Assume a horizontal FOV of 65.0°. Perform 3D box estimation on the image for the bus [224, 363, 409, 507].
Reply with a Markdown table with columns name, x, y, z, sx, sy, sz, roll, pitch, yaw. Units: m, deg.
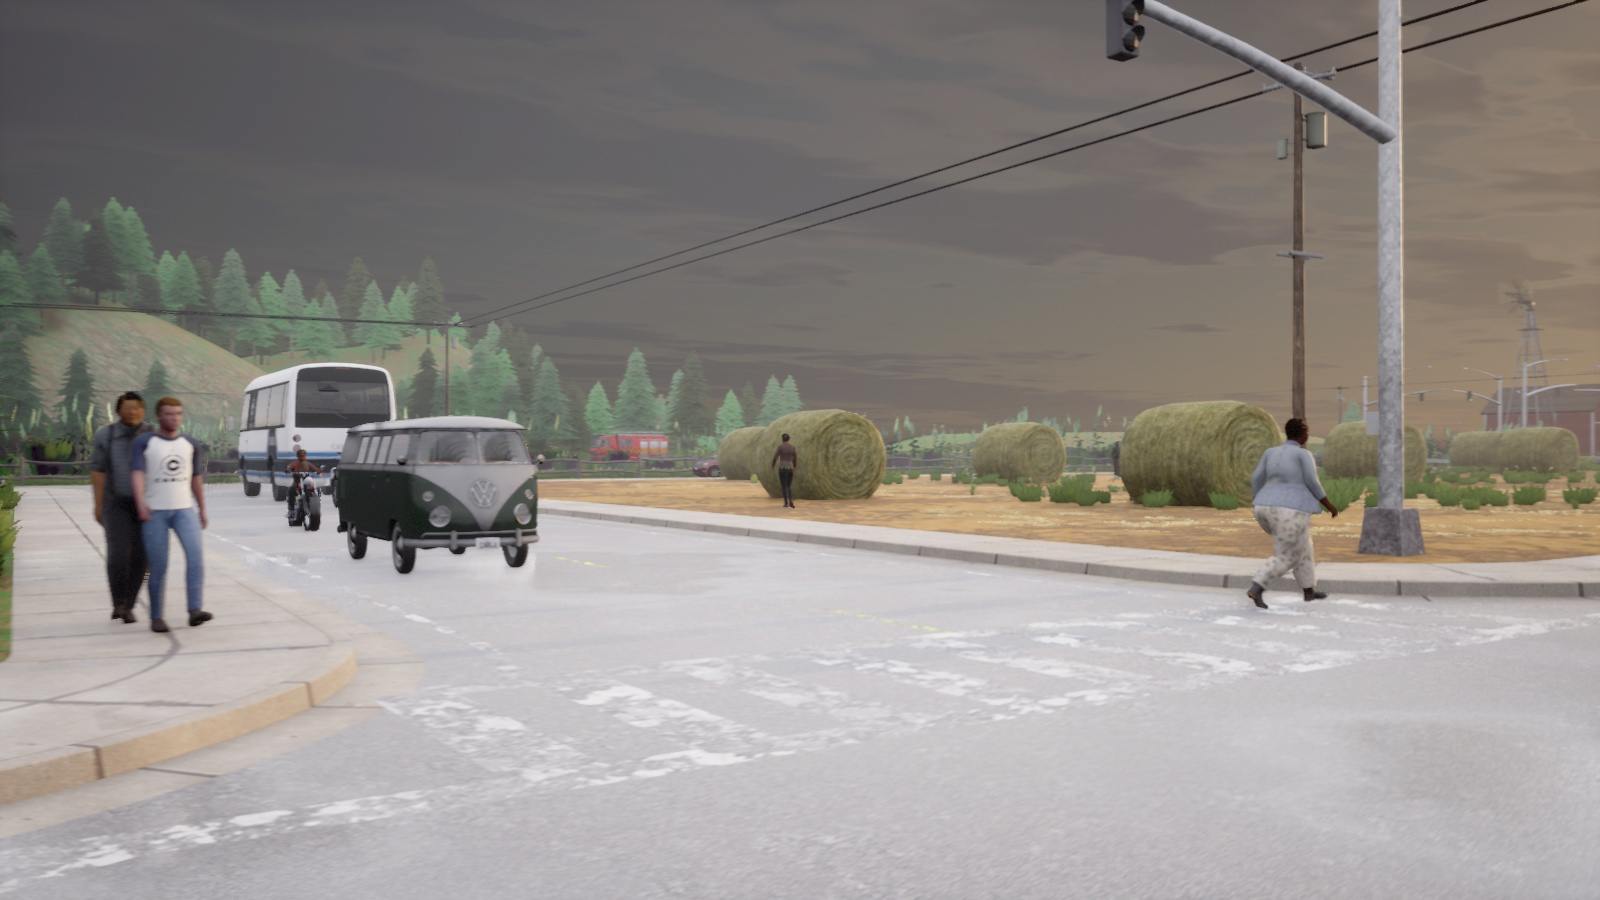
| name | x | y | z | sx | sy | sz | roll | pitch | yaw |
| --- | --- | --- | --- | --- | --- | --- | --- | --- | --- |
| bus | -16.551 | -0.426 | 42.332 | 3.944 | 4.253 | 10.273 | 0 | 0 | -32 |

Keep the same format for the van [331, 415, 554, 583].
| name | x | y | z | sx | sy | sz | roll | pitch | yaw |
| --- | --- | --- | --- | --- | --- | --- | --- | --- | --- |
| van | -5.031 | 0.582 | 17.212 | 1.775 | 1.987 | 4.442 | 0 | 0 | -32 |

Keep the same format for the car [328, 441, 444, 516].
| name | x | y | z | sx | sy | sz | roll | pitch | yaw |
| --- | --- | --- | --- | --- | --- | --- | --- | --- | --- |
| car | -11.185 | 0.716 | 33.719 | 1.932 | 1.855 | 4.605 | 0 | 0 | -32 |

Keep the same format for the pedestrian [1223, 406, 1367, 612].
| name | x | y | z | sx | sy | sz | roll | pitch | yaw |
| --- | --- | --- | --- | --- | --- | --- | --- | --- | --- |
| pedestrian | 4.656 | 0.532 | 11.856 | 0.900 | 1.855 | 0.874 | 0 | 0 | -17 |

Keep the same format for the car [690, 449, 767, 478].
| name | x | y | z | sx | sy | sz | roll | pitch | yaw |
| --- | --- | --- | --- | --- | --- | --- | --- | --- | --- |
| car | -4.120 | 0.783 | 72.226 | 3.988 | 1.617 | 1.851 | 0 | 0 | -29 |

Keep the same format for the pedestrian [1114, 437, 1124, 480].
| name | x | y | z | sx | sy | sz | roll | pitch | yaw |
| --- | --- | --- | --- | --- | --- | --- | --- | --- | --- |
| pedestrian | 14.356 | 0.388 | 56.567 | 0.395 | 1.930 | 0.692 | 0 | 0 | 11 |

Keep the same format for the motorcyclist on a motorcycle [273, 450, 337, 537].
| name | x | y | z | sx | sy | sz | roll | pitch | yaw |
| --- | --- | --- | --- | --- | --- | --- | --- | --- | --- |
| motorcyclist on a motorcycle | -9.857 | 0.825 | 24.966 | 0.766 | 1.649 | 2.350 | 0 | 0 | -32 |

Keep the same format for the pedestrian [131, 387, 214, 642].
| name | x | y | z | sx | sy | sz | roll | pitch | yaw |
| --- | --- | --- | --- | --- | --- | --- | --- | --- | --- |
| pedestrian | -4.714 | 0.469 | 9.422 | 0.354 | 1.836 | 0.706 | 0 | 0 | -43 |

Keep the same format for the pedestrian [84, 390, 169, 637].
| name | x | y | z | sx | sy | sz | roll | pitch | yaw |
| --- | --- | --- | --- | --- | --- | --- | --- | --- | --- |
| pedestrian | -5.264 | 0.473 | 9.803 | 0.540 | 1.848 | 0.694 | 0 | 0 | -31 |

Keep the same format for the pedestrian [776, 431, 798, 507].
| name | x | y | z | sx | sy | sz | roll | pitch | yaw |
| --- | --- | --- | --- | --- | --- | --- | --- | --- | --- |
| pedestrian | -0.323 | 0.456 | 30.195 | 0.328 | 1.805 | 0.869 | 0 | 0 | -14 |
